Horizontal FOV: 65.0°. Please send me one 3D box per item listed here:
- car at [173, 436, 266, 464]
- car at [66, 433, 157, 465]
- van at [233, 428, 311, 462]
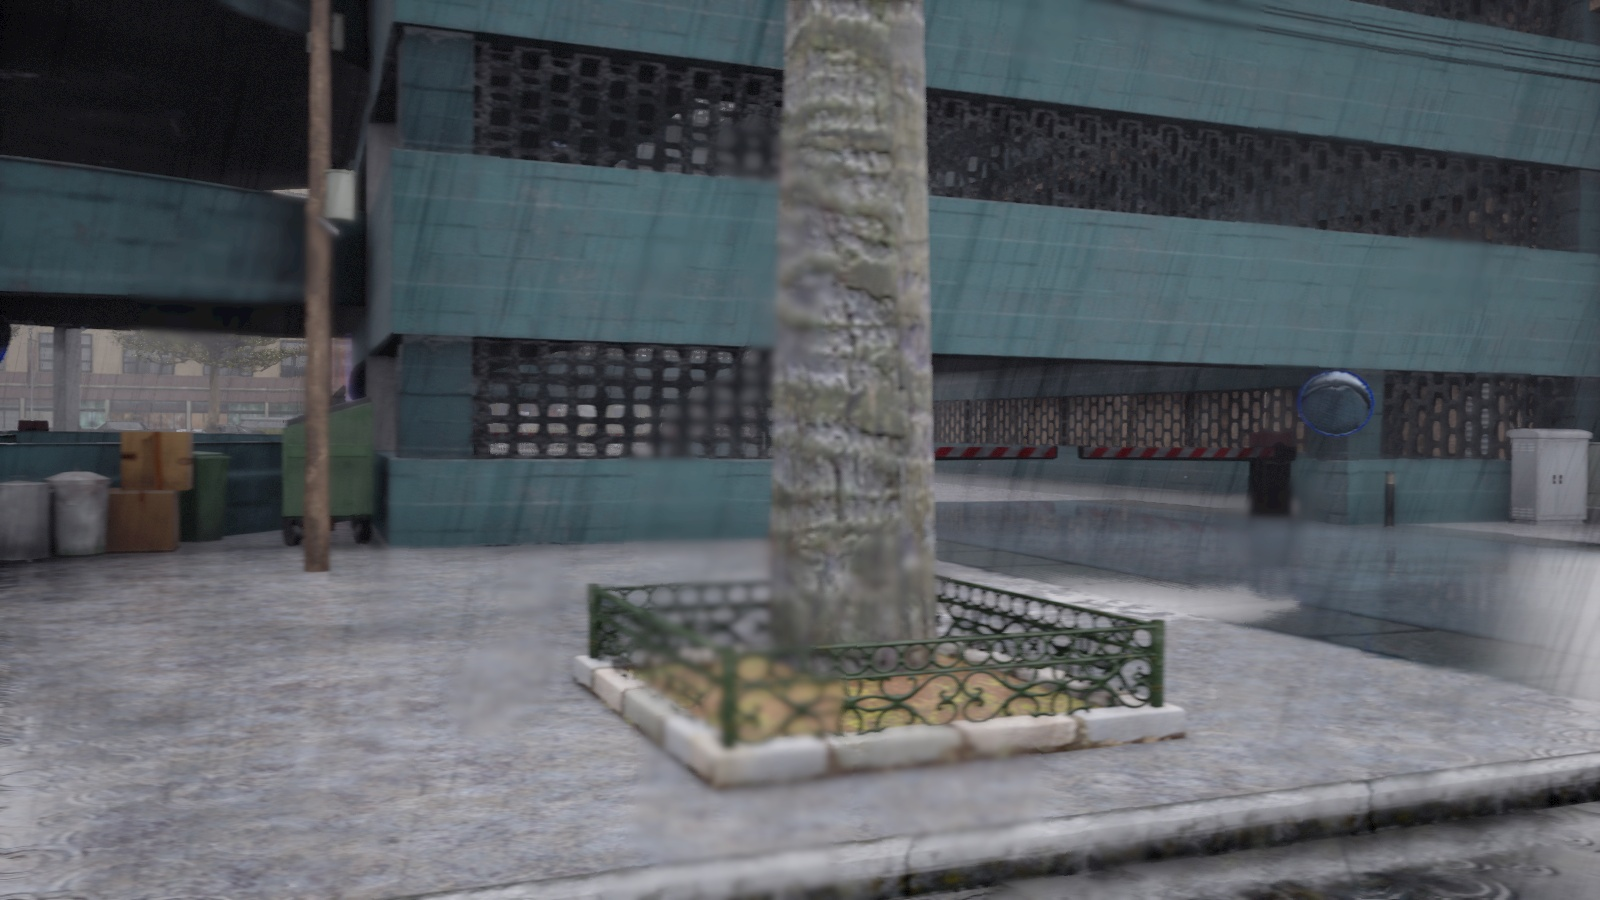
[{"bbox_3d":[-34.313,0.003,74.379,4.892,1.490,1.837,-2,1,-21],"label":"car"},{"bbox_3d":[-41.252,-0.080,75.376,4.553,1.767,2.097,-1,1,-21],"label":"car"},{"bbox_3d":[-33.020,-0.328,78.643,4.442,1.987,1.775,-1,1,-21],"label":"van"}]
